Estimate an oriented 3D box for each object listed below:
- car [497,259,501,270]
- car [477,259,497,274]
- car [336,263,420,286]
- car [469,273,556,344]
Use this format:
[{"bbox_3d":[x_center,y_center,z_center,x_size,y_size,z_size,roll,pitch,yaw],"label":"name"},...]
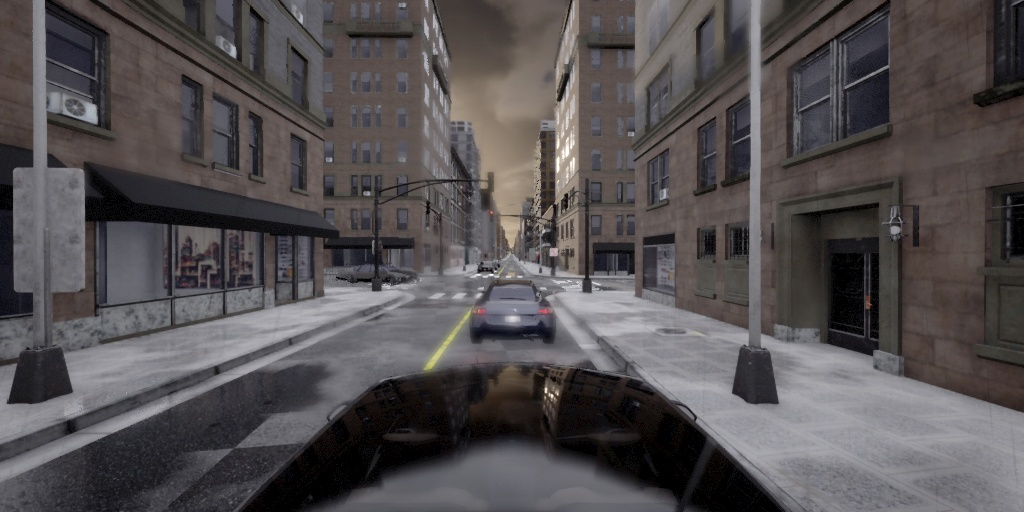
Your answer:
[{"bbox_3d":[-3.081,1.369,52.892,2.033,1.411,5.357,0,0,0],"label":"car"},{"bbox_3d":[-3.083,1.307,43.070,1.837,1.490,4.892,0,0,0],"label":"car"},{"bbox_3d":[-9.033,1.216,24.248,5.357,1.411,2.033,1,0,9],"label":"car"},{"bbox_3d":[0.013,1.315,9.627,1.994,1.385,4.181,0,0,0],"label":"car"}]
